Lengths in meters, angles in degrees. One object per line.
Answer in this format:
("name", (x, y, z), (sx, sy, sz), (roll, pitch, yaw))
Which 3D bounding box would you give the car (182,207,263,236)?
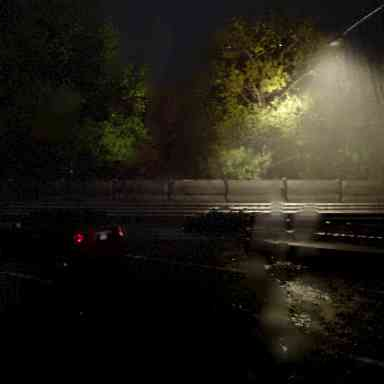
("car", (1.547, 1.502, 17.387), (4.181, 1.385, 1.994), (0, 0, 1))

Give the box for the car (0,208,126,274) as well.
("car", (-4.349, 1.295, 10.550), (4.553, 1.767, 2.097), (0, 0, 31))
